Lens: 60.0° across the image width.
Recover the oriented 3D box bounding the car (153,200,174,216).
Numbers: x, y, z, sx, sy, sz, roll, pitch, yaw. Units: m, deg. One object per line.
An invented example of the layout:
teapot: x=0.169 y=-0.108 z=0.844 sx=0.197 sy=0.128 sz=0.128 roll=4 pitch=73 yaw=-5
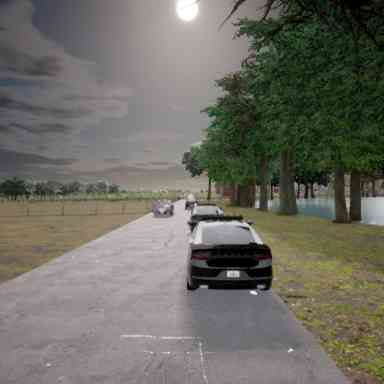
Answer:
car: x=-2.759 y=1.573 z=33.005 sx=2.128 sy=1.511 sz=4.902 roll=0 pitch=0 yaw=0

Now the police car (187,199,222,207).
police car: x=0.819 y=1.459 z=19.215 sx=1.930 sy=1.638 sz=5.238 roll=0 pitch=0 yaw=0

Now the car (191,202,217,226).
car: x=0.817 y=1.557 z=25.105 sx=1.837 sy=1.490 sz=4.892 roll=0 pitch=0 yaw=0

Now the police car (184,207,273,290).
police car: x=0.822 y=1.435 z=9.214 sx=1.930 sy=1.638 sz=5.238 roll=0 pitch=0 yaw=0

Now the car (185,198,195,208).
car: x=0.011 y=1.638 z=47.644 sx=1.882 sy=1.535 sz=5.008 roll=0 pitch=0 yaw=1
